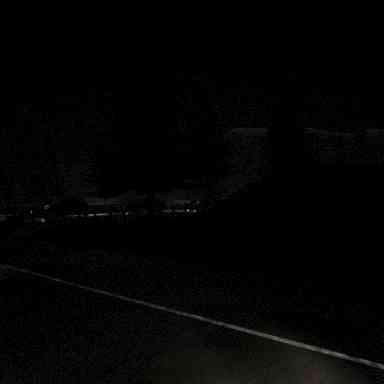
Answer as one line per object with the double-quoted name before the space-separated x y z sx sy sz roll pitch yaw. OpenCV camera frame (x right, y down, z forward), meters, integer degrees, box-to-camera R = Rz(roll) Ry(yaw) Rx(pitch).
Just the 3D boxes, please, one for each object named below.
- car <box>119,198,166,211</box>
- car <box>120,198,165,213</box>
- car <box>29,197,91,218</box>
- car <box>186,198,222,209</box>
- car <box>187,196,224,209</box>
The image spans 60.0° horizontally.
"car" -5.898 1.448 39.863 5.357 1.411 2.033 0 0 -42
"car" -5.147 1.406 35.766 4.902 1.511 2.128 0 0 -42
"car" -11.353 1.260 29.351 2.097 1.767 4.553 0 0 41
"car" 1.668 1.514 45.751 4.718 1.301 1.895 0 0 -35
"car" 1.779 1.276 41.503 4.553 1.767 2.097 0 0 -35
